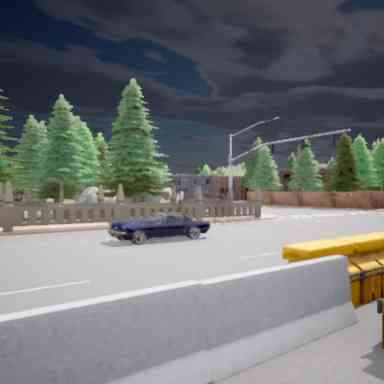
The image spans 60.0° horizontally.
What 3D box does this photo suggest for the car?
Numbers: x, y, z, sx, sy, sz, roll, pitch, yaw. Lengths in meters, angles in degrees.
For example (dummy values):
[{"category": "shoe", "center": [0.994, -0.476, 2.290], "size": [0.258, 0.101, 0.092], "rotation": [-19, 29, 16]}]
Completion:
[{"category": "car", "center": [-1.495, 1.638, 15.767], "size": [4.718, 1.301, 1.895], "rotation": [0, 0, -35]}]
